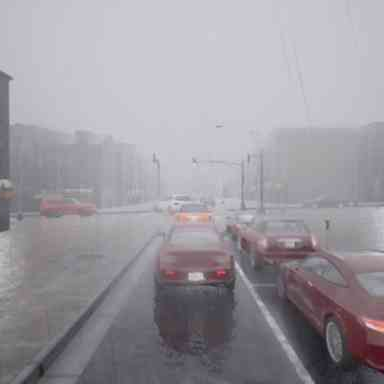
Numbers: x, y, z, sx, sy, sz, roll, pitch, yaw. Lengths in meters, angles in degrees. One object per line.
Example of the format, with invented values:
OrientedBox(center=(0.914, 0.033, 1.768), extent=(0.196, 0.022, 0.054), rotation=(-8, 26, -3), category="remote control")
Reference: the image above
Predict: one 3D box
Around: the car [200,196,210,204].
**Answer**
OrientedBox(center=(2.681, 1.648, 69.941), extent=(1.967, 1.590, 4.097), rotation=(-1, 0, 0), category="car")

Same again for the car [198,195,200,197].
OrientedBox(center=(2.672, 1.469, 59.137), extent=(2.192, 1.841, 5.009), rotation=(-1, 0, 0), category="car")

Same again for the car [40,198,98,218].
OrientedBox(center=(-12.560, 1.616, 33.920), extent=(5.566, 2.045, 2.150), rotation=(-2, 0, 1), category="car")

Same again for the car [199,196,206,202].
OrientedBox(center=(2.693, 1.827, 86.318), extent=(1.752, 1.417, 4.829), rotation=(-1, 0, 0), category="car")

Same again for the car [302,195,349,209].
OrientedBox(center=(14.761, 1.109, 36.894), extent=(4.892, 1.490, 1.837), rotation=(-2, 0, 0), category="car")

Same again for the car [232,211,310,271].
OrientedBox(center=(2.641, 1.446, 10.925), extent=(1.967, 1.590, 4.097), rotation=(0, 0, 0), category="car")

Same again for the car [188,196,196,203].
OrientedBox(center=(0.058, 1.748, 78.792), extent=(1.837, 1.490, 4.892), rotation=(0, 0, 0), category="car")

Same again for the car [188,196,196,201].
OrientedBox(center=(0.066, 1.704, 89.213), extent=(1.994, 1.385, 4.181), rotation=(0, 0, 0), category="car")

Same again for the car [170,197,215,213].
OrientedBox(center=(0.108, 1.368, 18.381), extent=(2.097, 1.767, 4.553), rotation=(0, 0, 0), category="car")

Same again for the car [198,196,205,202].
OrientedBox(center=(2.697, 1.860, 91.720), extent=(1.752, 1.417, 4.829), rotation=(-1, 0, 0), category="car")

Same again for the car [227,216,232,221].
OrientedBox(center=(2.645, 1.595, 16.391), extent=(1.802, 1.307, 4.206), rotation=(0, 0, 0), category="car")

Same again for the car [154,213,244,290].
OrientedBox(center=(0.050, 1.530, 8.970), extent=(1.812, 1.442, 4.674), rotation=(0, 0, -1), category="car")

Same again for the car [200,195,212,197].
OrientedBox(center=(2.669, 1.569, 53.735), extent=(1.967, 1.590, 4.097), rotation=(-1, 0, 0), category="car")

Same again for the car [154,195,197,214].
OrientedBox(center=(-2.031, 1.300, 34.532), extent=(2.150, 2.045, 5.566), rotation=(0, 0, -28), category="car")

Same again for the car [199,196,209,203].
OrientedBox(center=(2.684, 1.677, 75.344), extent=(1.967, 1.590, 4.097), rotation=(-1, 0, 0), category="car")

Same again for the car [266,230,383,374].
OrientedBox(center=(2.637, 1.584, 5.459), extent=(1.802, 1.307, 4.206), rotation=(0, 0, 0), category="car")
